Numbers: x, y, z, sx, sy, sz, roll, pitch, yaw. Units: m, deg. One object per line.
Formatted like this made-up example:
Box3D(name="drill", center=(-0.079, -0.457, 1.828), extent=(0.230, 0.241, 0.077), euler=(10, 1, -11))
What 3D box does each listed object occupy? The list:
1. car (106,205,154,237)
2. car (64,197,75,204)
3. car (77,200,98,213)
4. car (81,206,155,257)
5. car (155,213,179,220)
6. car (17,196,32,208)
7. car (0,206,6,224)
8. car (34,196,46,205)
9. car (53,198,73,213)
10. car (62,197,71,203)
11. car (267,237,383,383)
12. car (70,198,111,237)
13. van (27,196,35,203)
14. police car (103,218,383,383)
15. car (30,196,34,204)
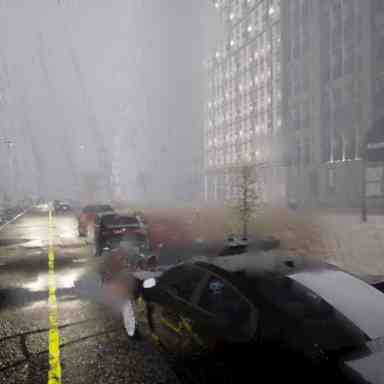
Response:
Box3D(name="car", center=(-3.771, 1.564, 19.500), extent=(1.752, 1.417, 4.829), euler=(-2, 0, -23))
Box3D(name="car", center=(-28.211, 1.914, 76.371), extent=(2.008, 1.369, 4.403), euler=(-2, 0, -23))
Box3D(name="car", center=(-12.616, 1.705, 40.081), extent=(1.887, 1.381, 4.507), euler=(-2, 0, -23))
Box3D(name="car", center=(-3.179, 1.540, 13.402), extent=(1.837, 1.490, 4.892), euler=(-1, 0, -23))
Box3D(name="car", center=(-1.476, 1.552, 14.160), extent=(1.887, 1.381, 4.507), euler=(-2, 0, -23))
Box3D(name="car", center=(-29.152, 1.928, 57.335), extent=(1.752, 1.417, 4.829), euler=(-2, 0, -23))
Box3D(name="car", center=(-15.854, 1.775, 26.393), extent=(2.008, 1.369, 4.403), euler=(-2, 0, -23))
Box3D(name="car", center=(-30.847, 1.921, 68.111), extent=(1.837, 1.490, 4.892), euler=(-1, 0, -23))
Box3D(name="car", center=(-15.268, 1.767, 39.589), extent=(1.994, 1.385, 4.181), euler=(-1, 0, -23))
Box3D(name="car", center=(-32.668, 1.970, 86.739), extent=(2.008, 1.369, 4.403), euler=(-2, 0, -23))
Box3D(name="car", center=(2.980, 1.510, 3.792), extent=(1.947, 1.339, 4.313), euler=(-2, 0, -23))
Box3D(name="car", center=(-5.512, 1.419, 18.899), extent=(2.097, 1.767, 4.553), euler=(-1, 0, -23))
Box3D(name="van", center=(-40.361, 1.886, 83.405), extent=(1.690, 1.788, 3.998), euler=(-1, 0, -23))
Box3D(name="police car", center=(0.546, 1.408, 4.192), extent=(1.930, 1.638, 5.238), euler=(-1, 0, -28))
Box3D(name="car", center=(-31.445, 2.014, 62.674), extent=(1.802, 1.307, 4.206), euler=(-2, 0, -23))
